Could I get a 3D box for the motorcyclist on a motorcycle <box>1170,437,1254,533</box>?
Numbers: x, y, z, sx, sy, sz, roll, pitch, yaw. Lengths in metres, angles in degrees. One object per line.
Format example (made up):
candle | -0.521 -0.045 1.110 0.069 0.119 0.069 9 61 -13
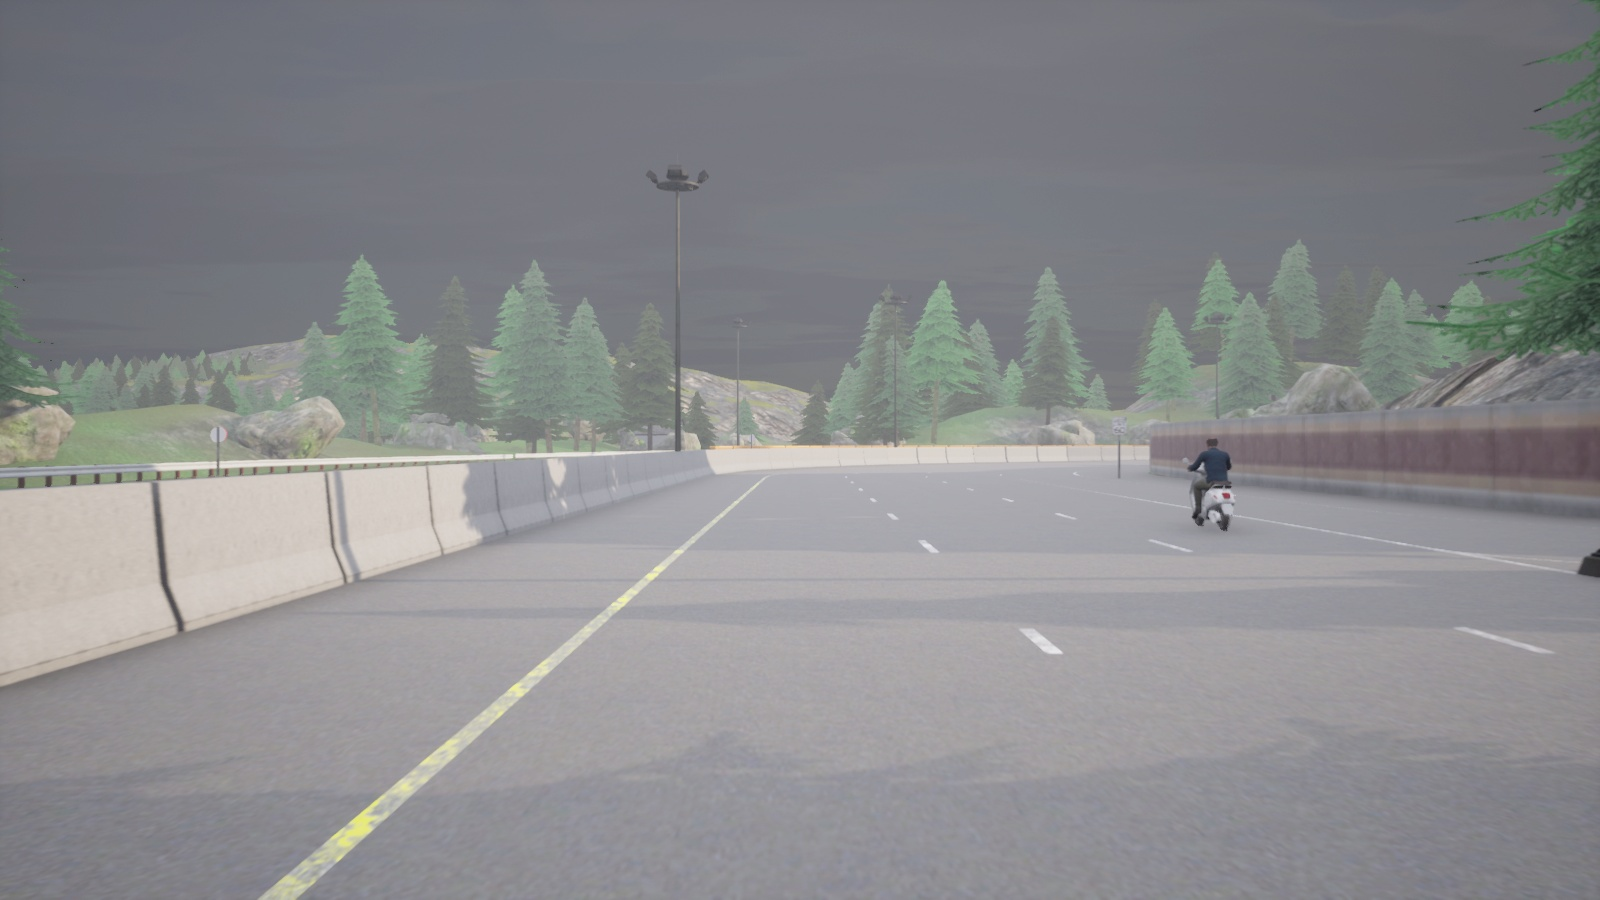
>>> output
motorcyclist on a motorcycle | 7.110 0.584 21.776 0.866 1.590 1.817 0 0 0
